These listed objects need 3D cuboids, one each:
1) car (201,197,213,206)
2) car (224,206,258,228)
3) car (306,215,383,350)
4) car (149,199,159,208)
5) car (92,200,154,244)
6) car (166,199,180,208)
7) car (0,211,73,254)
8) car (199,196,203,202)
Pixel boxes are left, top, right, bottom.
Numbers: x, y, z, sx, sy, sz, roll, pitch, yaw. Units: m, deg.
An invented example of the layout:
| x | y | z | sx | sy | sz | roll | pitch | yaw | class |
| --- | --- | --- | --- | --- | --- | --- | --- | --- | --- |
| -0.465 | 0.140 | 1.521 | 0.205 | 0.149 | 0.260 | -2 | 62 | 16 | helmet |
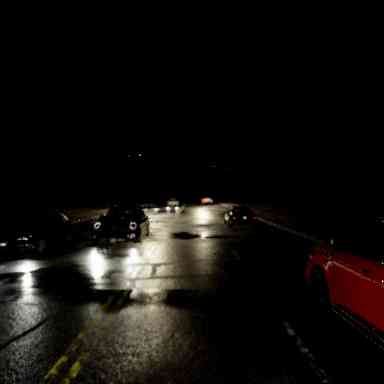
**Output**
| x | y | z | sx | sy | sz | roll | pitch | yaw | class |
| --- | --- | --- | --- | --- | --- | --- | --- | --- | --- |
| 3.258 | 2.076 | 67.007 | 1.895 | 1.301 | 4.718 | 0 | 0 | 0 | car |
| 3.352 | 1.720 | 23.619 | 2.033 | 1.411 | 5.357 | 0 | 0 | 0 | car |
| 3.350 | 1.254 | 4.311 | 2.150 | 2.045 | 5.566 | 0 | 0 | 0 | car |
| -6.558 | 1.872 | 55.252 | 1.882 | 1.535 | 5.008 | 0 | 0 | 0 | car |
| -3.348 | 1.472 | 16.366 | 2.097 | 1.767 | 4.553 | 0 | 0 | 0 | car |
| -3.298 | 1.936 | 57.521 | 1.812 | 1.442 | 4.674 | 0 | 0 | 1 | car |
| -6.599 | 1.608 | 14.055 | 1.837 | 1.490 | 4.892 | 0 | 0 | 0 | car |
| 3.259 | 1.902 | 77.948 | 2.097 | 1.767 | 4.553 | 0 | 0 | 0 | car |
